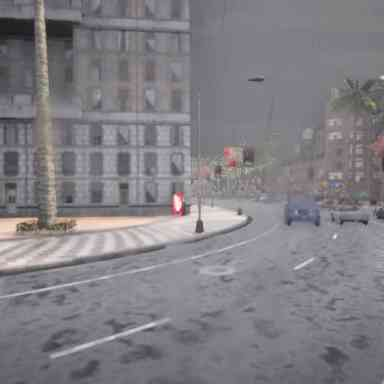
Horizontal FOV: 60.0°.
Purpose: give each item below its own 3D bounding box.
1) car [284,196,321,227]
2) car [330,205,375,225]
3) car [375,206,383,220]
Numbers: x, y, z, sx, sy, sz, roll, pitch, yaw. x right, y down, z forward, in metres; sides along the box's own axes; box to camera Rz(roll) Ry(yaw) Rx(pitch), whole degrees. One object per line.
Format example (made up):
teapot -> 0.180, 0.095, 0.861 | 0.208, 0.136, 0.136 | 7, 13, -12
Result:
car -> 7.864, 1.289, 23.946 | 2.150, 2.045, 5.566 | 0, 0, 15
car -> 11.652, 1.647, 24.739 | 1.895, 1.301, 4.718 | 0, 0, 13
car -> 15.587, 1.572, 25.356 | 2.033, 1.411, 5.357 | 0, 0, 12
